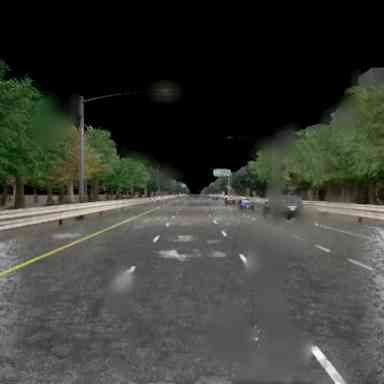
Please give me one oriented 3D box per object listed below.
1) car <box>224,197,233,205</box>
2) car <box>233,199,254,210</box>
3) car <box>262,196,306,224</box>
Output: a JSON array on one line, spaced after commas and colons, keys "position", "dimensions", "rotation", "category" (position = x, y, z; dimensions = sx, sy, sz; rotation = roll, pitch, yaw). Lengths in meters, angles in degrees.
[{"position": [7.215, 1.761, 64.161], "dimensions": [1.812, 1.442, 4.674], "rotation": [0, 0, 0], "category": "car"}, {"position": [7.102, 1.677, 44.585], "dimensions": [1.812, 1.442, 4.674], "rotation": [0, 0, 0], "category": "car"}, {"position": [7.032, 1.289, 25.896], "dimensions": [2.150, 2.045, 5.566], "rotation": [0, 0, 0], "category": "car"}]
